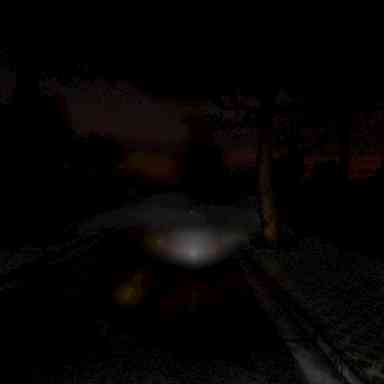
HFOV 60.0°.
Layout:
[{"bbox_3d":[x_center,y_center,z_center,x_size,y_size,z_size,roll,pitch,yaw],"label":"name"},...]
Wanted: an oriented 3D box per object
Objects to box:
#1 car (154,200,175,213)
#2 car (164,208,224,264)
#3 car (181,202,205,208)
[{"bbox_3d":[-2.807,1.488,34.365,1.895,1.301,4.718,0,0,0],"label":"car"},{"bbox_3d":[0.072,1.494,11.562,1.812,1.442,4.674,0,0,0],"label":"car"},{"bbox_3d":[0.070,1.482,26.151,1.994,1.385,4.181,0,0,0],"label":"car"}]
